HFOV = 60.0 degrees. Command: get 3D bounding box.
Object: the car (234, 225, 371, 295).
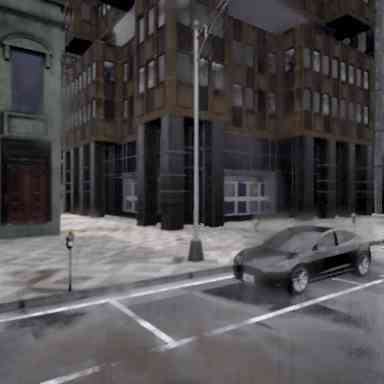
[{"bbox_3d":[3.068,1.596,8.834,4.313,1.339,1.947,0,0,-35],"label":"car"}]
